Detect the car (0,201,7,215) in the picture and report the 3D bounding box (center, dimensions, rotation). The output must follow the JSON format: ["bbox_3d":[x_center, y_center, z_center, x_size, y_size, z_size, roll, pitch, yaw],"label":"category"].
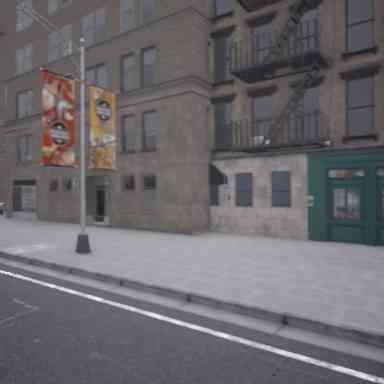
[{"bbox_3d":[-16.932,1.519,31.761,1.802,1.307,4.206,0,0,35],"label":"car"}]
